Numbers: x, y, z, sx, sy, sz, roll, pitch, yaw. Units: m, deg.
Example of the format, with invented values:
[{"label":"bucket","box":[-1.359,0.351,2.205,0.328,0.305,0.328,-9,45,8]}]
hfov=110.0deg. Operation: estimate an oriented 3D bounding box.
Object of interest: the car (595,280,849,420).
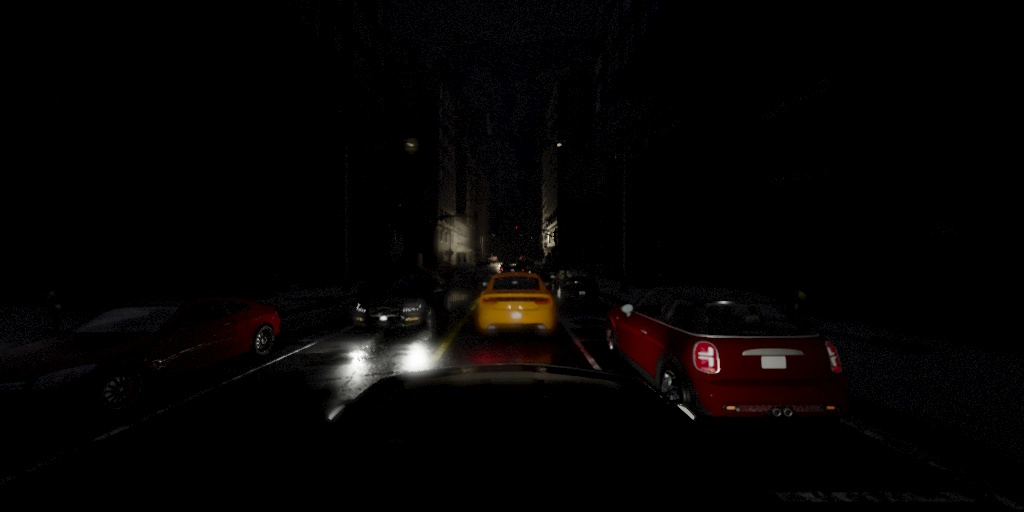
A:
[{"label":"car","box":[2.865,1.181,5.858,1.967,1.591,4.097,0,0,0]}]

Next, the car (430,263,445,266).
[{"label":"car","box":[-5.626,1.292,22.380,1.802,1.307,4.207,0,0,0]}]

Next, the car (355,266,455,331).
[{"label":"car","box":[-3.077,1.236,11.031,1.837,1.490,4.892,0,0,0]}]

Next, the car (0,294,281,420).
[{"label":"car","box":[-5.660,1.324,5.876,1.802,1.307,4.207,0,0,0]}]

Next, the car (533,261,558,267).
[{"label":"car","box":[2.911,1.266,27.863,1.948,1.339,4.313,0,0,0]}]

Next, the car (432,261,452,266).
[{"label":"car","box":[-5.614,1.140,27.882,1.967,1.591,4.097,0,0,0]}]

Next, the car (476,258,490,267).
[{"label":"car","box":[-5.502,1.248,64.983,1.802,1.307,4.207,0,0,0]}]

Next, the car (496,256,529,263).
[{"label":"car","box":[0.085,1.052,28.465,2.097,1.767,4.553,0,0,1]}]

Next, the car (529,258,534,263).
[{"label":"car","box":[3.023,1.106,64.952,1.967,1.591,4.097,0,0,0]}]

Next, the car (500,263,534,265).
[{"label":"car","box":[0.138,1.279,19.734,1.994,1.385,4.181,0,0,0]}]

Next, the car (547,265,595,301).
[{"label":"car","box":[2.888,1.271,16.861,2.007,1.370,4.403,0,0,0]}]

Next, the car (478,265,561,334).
[{"label":"car","box":[0.116,1.210,10.648,1.882,1.535,5.008,0,0,0]}]
